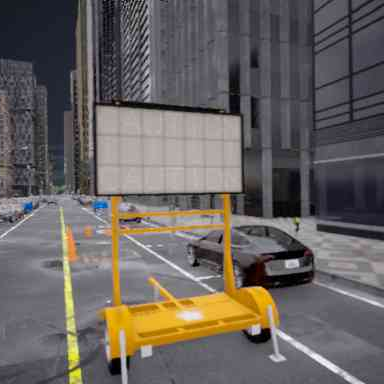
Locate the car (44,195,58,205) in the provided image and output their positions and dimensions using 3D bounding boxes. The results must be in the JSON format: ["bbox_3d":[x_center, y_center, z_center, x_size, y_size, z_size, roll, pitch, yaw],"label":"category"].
[{"bbox_3d":[-27.002,1.813,64.305,2.033,1.411,5.357,-1,0,-22],"label":"car"}]

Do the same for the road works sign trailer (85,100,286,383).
[{"bbox_3d":[-0.335,0.448,5.291,2.380,3.560,2.880,-1,0,-22],"label":"road works sign trailer"}]

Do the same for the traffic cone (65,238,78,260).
[{"bbox_3d":[-4.079,1.986,11.330,0.340,0.580,0.340,-1,0,-22],"label":"traffic cone"}]

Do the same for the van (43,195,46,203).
[{"bbox_3d":[-33.731,1.693,73.732,1.690,1.788,3.998,-1,0,-22],"label":"van"}]

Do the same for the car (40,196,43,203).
[{"bbox_3d":[-25.396,1.588,52.765,2.192,1.841,5.009,-1,0,-22],"label":"car"}]

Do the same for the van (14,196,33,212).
[{"bbox_3d":[-19.144,1.554,37.039,1.690,1.788,3.998,-1,0,-22],"label":"van"}]

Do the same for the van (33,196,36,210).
[{"bbox_3d":[-21.227,1.574,42.280,1.690,1.788,3.998,-1,0,-22],"label":"van"}]

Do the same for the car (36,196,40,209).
[{"bbox_3d":[-23.309,1.693,47.523,1.967,1.590,4.097,-1,0,-22],"label":"car"}]

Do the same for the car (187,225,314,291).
[{"bbox_3d":[1.283,1.512,8.744,1.947,1.339,4.313,-1,0,-22],"label":"car"}]

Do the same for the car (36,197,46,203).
[{"bbox_3d":[-35.810,1.916,78.975,1.887,1.381,4.507,-1,0,-22],"label":"car"}]

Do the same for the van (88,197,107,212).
[{"bbox_3d":[-11.224,1.409,40.193,1.690,1.788,3.998,-1,0,-22],"label":"van"}]

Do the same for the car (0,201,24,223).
[{"bbox_3d":[-14.972,1.723,26.556,2.008,1.369,4.403,-1,0,-22],"label":"car"}]

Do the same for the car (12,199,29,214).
[{"bbox_3d":[-16.993,1.718,31.640,1.752,1.417,4.829,-1,0,-22],"label":"car"}]

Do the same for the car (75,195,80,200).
[{"bbox_3d":[-21.639,1.733,66.402,1.947,1.339,4.313,-1,0,-22],"label":"car"}]

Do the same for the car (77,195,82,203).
[{"bbox_3d":[-19.554,1.730,61.160,1.802,1.307,4.206,-1,0,-22],"label":"car"}]

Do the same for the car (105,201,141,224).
[{"bbox_3d":[-4.969,1.552,24.469,1.887,1.381,4.507,-1,0,-22],"label":"car"}]

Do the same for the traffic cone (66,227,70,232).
[{"bbox_3d":[-5.557,2.001,15.047,0.340,0.580,0.340,-1,0,-22],"label":"traffic cone"}]

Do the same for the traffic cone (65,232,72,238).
[{"bbox_3d":[-4.818,1.993,13.189,0.340,0.580,0.340,-1,0,-22],"label":"traffic cone"}]

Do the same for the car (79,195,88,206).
[{"bbox_3d":[-17.471,1.710,55.919,1.802,1.307,4.206,-1,0,-22],"label":"car"}]
